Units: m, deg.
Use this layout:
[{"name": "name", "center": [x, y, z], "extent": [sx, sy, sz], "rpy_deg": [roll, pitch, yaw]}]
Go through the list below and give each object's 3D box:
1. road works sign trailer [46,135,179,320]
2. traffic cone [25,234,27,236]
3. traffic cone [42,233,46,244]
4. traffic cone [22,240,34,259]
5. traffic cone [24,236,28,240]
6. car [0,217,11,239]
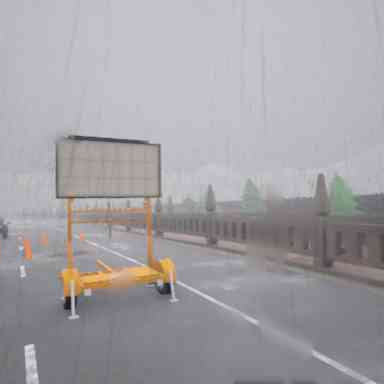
[{"name": "road works sign trailer", "center": [-1.926, 0.548, 7.774], "extent": [2.380, 3.560, 2.880], "rpy_deg": [0, -1, -28]}, {"name": "traffic cone", "center": [-8.340, 2.542, 16.780], "extent": [0.340, 0.580, 0.340], "rpy_deg": [0, -3, -28]}, {"name": "traffic cone", "center": [-8.385, 2.648, 19.013], "extent": [0.340, 0.580, 0.340], "rpy_deg": [0, -3, -28]}, {"name": "traffic cone", "center": [-6.482, 2.330, 13.245], "extent": [0.340, 0.580, 0.340], "rpy_deg": [0, -3, -28]}, {"name": "traffic cone", "center": [-7.411, 2.436, 15.013], "extent": [0.340, 0.580, 0.340], "rpy_deg": [0, -3, -28]}, {"name": "car", "center": [-14.384, 2.588, 24.164], "extent": [1.837, 1.490, 4.892], "rpy_deg": [0, -3, -28]}]
